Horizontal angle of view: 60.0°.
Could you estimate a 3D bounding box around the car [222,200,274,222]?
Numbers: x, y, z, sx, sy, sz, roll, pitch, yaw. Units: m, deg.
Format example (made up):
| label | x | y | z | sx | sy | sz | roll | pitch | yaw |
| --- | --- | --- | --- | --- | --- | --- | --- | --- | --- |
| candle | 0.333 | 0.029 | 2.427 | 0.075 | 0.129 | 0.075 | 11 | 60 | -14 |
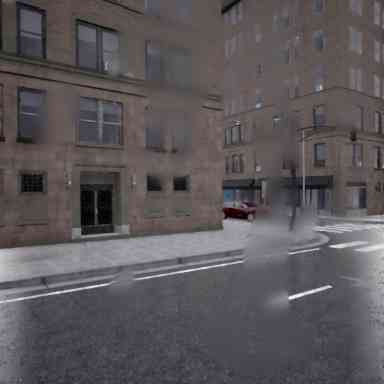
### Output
| label | x | y | z | sx | sy | sz | roll | pitch | yaw |
| --- | --- | --- | --- | --- | --- | --- | --- | --- | --- |
| car | 3.986 | 1.411 | 25.541 | 1.882 | 1.535 | 5.008 | -1 | 1 | -35 |
